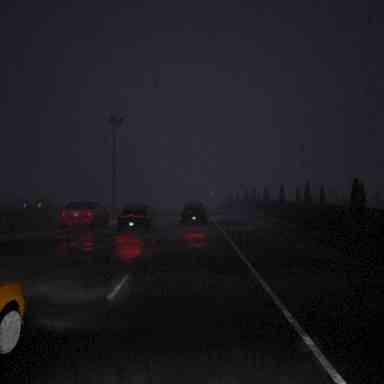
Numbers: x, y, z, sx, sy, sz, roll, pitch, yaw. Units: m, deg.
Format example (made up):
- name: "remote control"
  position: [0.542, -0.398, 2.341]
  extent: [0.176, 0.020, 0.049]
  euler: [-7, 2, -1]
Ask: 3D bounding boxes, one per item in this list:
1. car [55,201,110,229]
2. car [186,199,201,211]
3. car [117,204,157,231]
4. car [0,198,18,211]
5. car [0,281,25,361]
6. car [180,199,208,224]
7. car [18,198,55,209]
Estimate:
- name: "car"
  position: [-6.863, 1.368, 21.849]
  extent: [2.097, 1.767, 4.553]
  euler: [0, 0, 0]
- name: "car"
  position: [0.171, 1.679, 42.461]
  extent: [1.812, 1.442, 4.674]
  euler: [0, -2, 0]
- name: "car"
  position: [-3.365, 1.521, 20.863]
  extent: [1.837, 1.490, 4.892]
  euler: [0, 0, 0]
- name: "car"
  position: [-20.933, 1.457, 39.213]
  extent: [1.882, 1.535, 5.008]
  euler: [0, -1, 0]
- name: "car"
  position: [-3.379, 1.479, 2.893]
  extent: [1.882, 1.535, 5.008]
  euler: [0, 0, 0]
- name: "car"
  position: [0.142, 1.527, 25.205]
  extent: [1.837, 1.490, 4.892]
  euler: [0, 0, 0]
- name: "car"
  position: [-17.435, 1.468, 38.226]
  extent: [2.097, 1.767, 4.553]
  euler: [0, -1, 0]
